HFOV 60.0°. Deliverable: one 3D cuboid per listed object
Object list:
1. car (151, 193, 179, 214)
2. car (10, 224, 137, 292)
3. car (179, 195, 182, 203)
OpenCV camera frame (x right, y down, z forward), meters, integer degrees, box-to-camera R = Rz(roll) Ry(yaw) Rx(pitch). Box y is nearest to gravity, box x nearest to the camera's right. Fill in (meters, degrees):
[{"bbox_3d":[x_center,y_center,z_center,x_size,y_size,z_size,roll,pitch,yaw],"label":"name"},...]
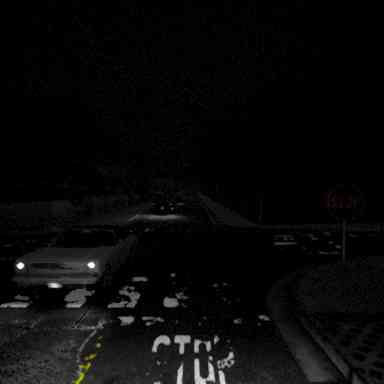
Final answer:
[{"bbox_3d":[-2.709,1.094,33.213,2.150,2.045,5.566,0,1,0],"label":"car"},{"bbox_3d":[-2.754,1.589,8.883,1.895,1.301,4.718,0,0,0],"label":"car"},{"bbox_3d":[-2.675,1.202,58.973,2.033,1.411,5.357,0,1,0],"label":"car"}]
